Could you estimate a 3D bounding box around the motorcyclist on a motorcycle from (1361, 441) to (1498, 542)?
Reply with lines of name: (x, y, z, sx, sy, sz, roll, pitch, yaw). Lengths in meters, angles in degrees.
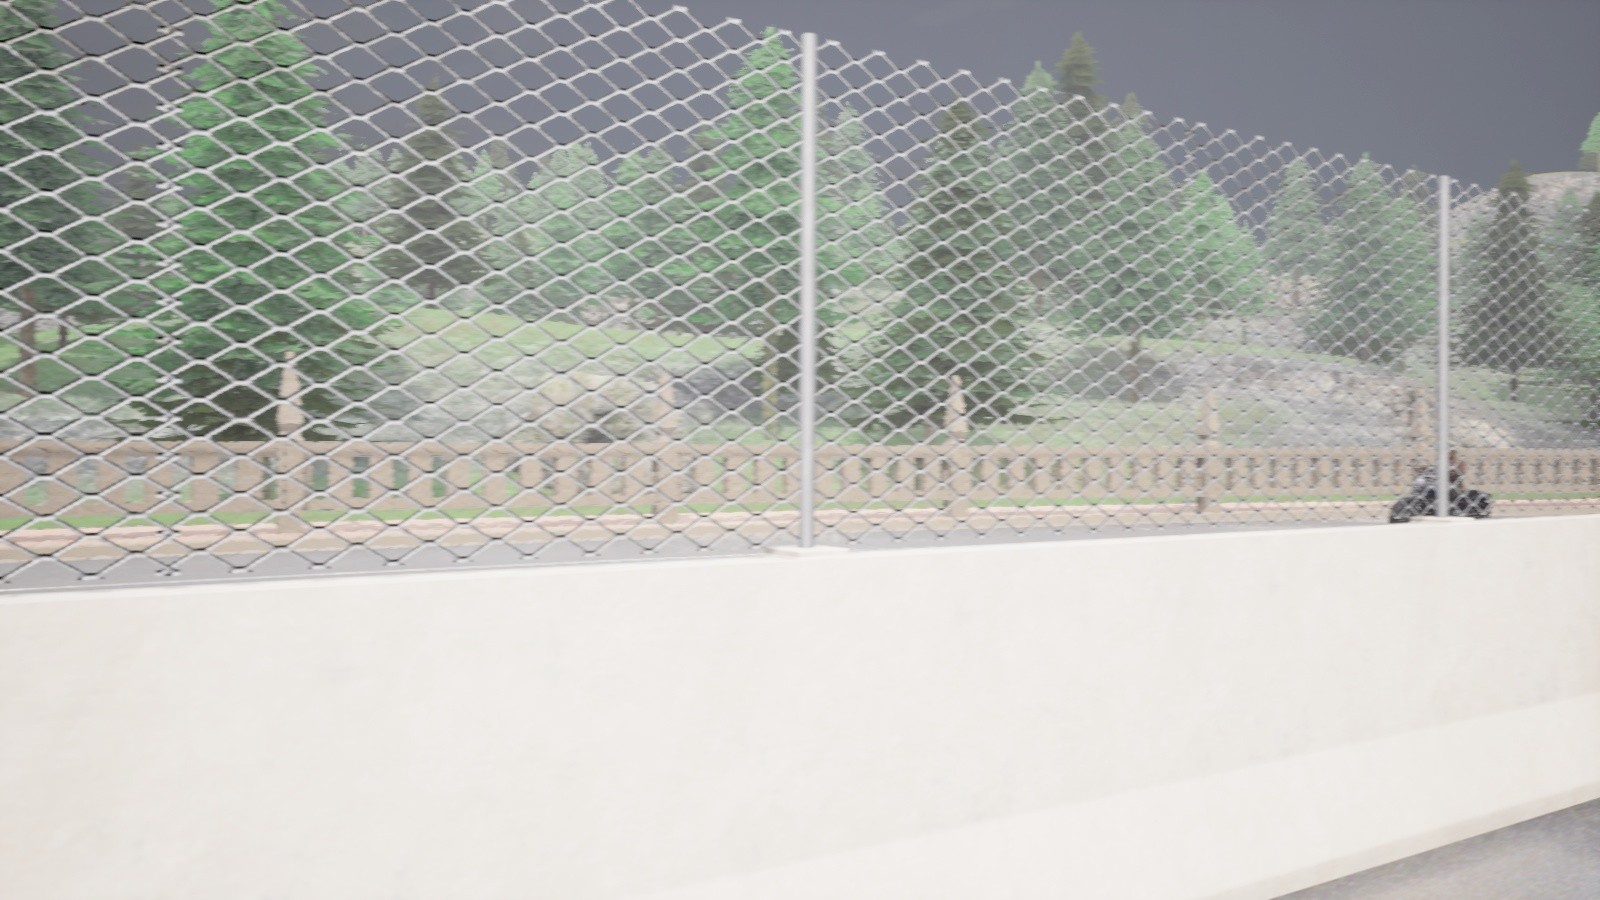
motorcyclist on a motorcycle: (10.814, 0.676, 21.553, 2.350, 1.649, 0.766, 0, 1, -24)
